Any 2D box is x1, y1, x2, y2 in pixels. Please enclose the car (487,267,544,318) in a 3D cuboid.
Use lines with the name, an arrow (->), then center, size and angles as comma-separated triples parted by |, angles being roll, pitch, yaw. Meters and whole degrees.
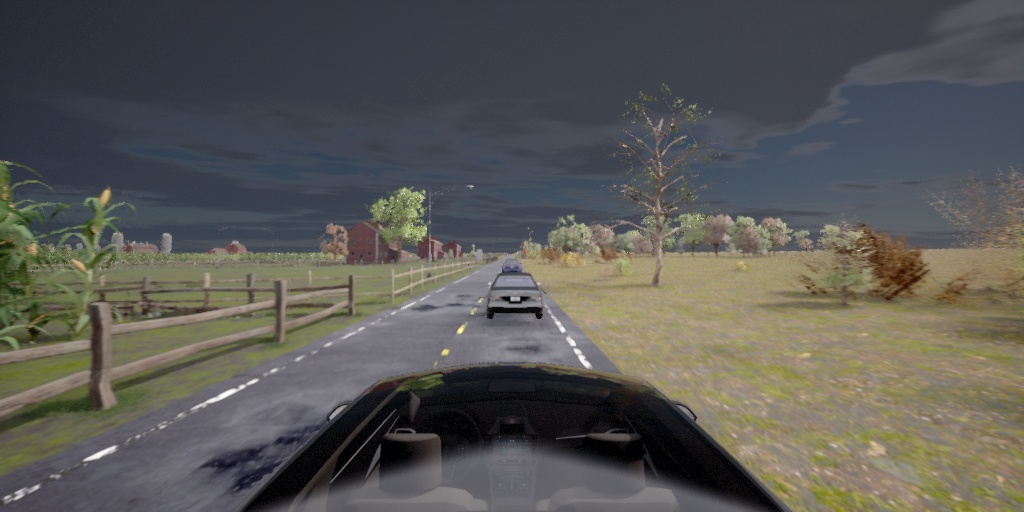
car -> 0.086, 1.293, 12.955 | 2.033, 1.411, 5.357 | 0, 0, 0

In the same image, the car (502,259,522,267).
car -> 0.006, 1.075, 37.801 | 2.097, 1.767, 4.553 | 0, 0, 0
